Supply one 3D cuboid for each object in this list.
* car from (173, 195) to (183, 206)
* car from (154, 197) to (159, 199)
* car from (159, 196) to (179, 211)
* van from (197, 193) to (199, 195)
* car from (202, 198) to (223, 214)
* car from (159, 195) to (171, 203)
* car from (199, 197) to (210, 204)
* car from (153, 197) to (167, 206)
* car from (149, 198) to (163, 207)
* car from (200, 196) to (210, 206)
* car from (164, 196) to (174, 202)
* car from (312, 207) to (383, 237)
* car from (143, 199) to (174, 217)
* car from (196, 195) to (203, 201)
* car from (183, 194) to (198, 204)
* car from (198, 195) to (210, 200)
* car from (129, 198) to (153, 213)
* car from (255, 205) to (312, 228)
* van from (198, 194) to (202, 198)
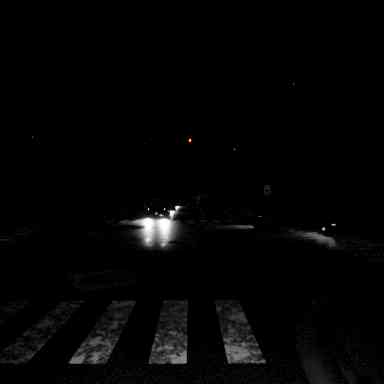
[{"bbox_3d":[-3.066,1.625,55.610,1.994,1.385,4.181,0,0,0],"label":"car"},{"bbox_3d":[-5.649,1.478,41.692,1.967,1.590,4.097,0,0,0],"label":"car"},{"bbox_3d":[-3.107,1.602,42.017,1.994,1.385,4.181,0,0,1],"label":"car"},{"bbox_3d":[2.431,1.433,69.229,1.690,1.788,3.998,0,0,0],"label":"van"},{"bbox_3d":[2.364,1.596,36.164,1.947,1.339,4.313,0,0,0],"label":"car"},{"bbox_3d":[-5.594,1.532,69.245,1.967,1.590,4.097,0,0,0],"label":"car"},{"bbox_3d":[2.420,1.629,63.718,2.008,1.369,4.403,0,0,0],"label":"car"},{"bbox_3d":[-5.616,1.618,58.224,2.008,1.369,4.403,0,0,0],"label":"car"},{"bbox_3d":[-5.627,1.638,52.713,1.802,1.307,4.206,0,0,0],"label":"car"},{"bbox_3d":[2.387,1.628,47.187,1.802,1.307,4.206,0,0,0],"label":"car"},{"bbox_3d":[-5.571,1.672,80.267,2.008,1.369,4.403,0,0,0],"label":"car"},{"bbox_3d":[9.438,1.503,17.285,5.357,1.411,2.033,0,0,-3],"label":"car"},{"bbox_3d":[-3.150,1.625,32.061,1.895,1.301,4.718,0,0,1],"label":"car"},{"bbox_3d":[2.064,1.673,90.133,1.812,1.442,4.674,0,0,0],"label":"car"},{"bbox_3d":[-0.217,1.643,63.732,1.994,1.385,4.181,0,0,0],"label":"car"},{"bbox_3d":[2.398,1.622,52.697,1.947,1.339,4.313,0,0,0],"label":"car"},{"bbox_3d":[-5.661,1.470,36.181,1.967,1.590,4.097,0,0,0],"label":"car"},{"bbox_3d":[6.147,1.545,21.204,4.181,1.385,1.994,0,0,10],"label":"car"},{"bbox_3d":[2.409,1.408,58.208,1.690,1.788,3.998,0,0,0],"label":"van"}]
